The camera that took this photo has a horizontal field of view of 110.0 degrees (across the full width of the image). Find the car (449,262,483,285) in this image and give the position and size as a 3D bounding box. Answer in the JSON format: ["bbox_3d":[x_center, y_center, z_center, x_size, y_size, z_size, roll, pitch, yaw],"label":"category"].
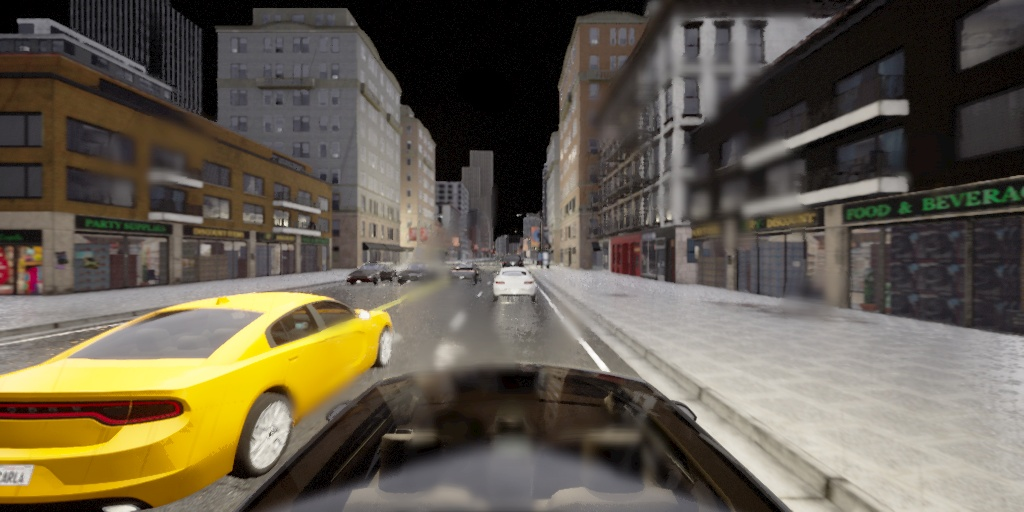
[{"bbox_3d":[-3.152,1.159,25.151,2.128,1.511,4.902,0,0,0],"label":"car"}]

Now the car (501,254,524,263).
[{"bbox_3d":[0.097,0.849,36.900,2.150,2.045,5.566,0,0,0],"label":"car"}]

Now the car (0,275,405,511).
[{"bbox_3d":[-3.150,1.217,4.732,1.882,1.535,5.008,0,0,0],"label":"car"}]

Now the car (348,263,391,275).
[{"bbox_3d":[-9.752,1.235,25.462,2.033,1.411,5.357,0,0,0],"label":"car"}]

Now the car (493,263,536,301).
[{"bbox_3d":[0.099,1.223,16.762,1.812,1.442,4.674,0,0,0],"label":"car"}]

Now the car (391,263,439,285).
[{"bbox_3d":[-6.502,1.227,25.462,2.033,1.411,5.357,0,0,0],"label":"car"}]
